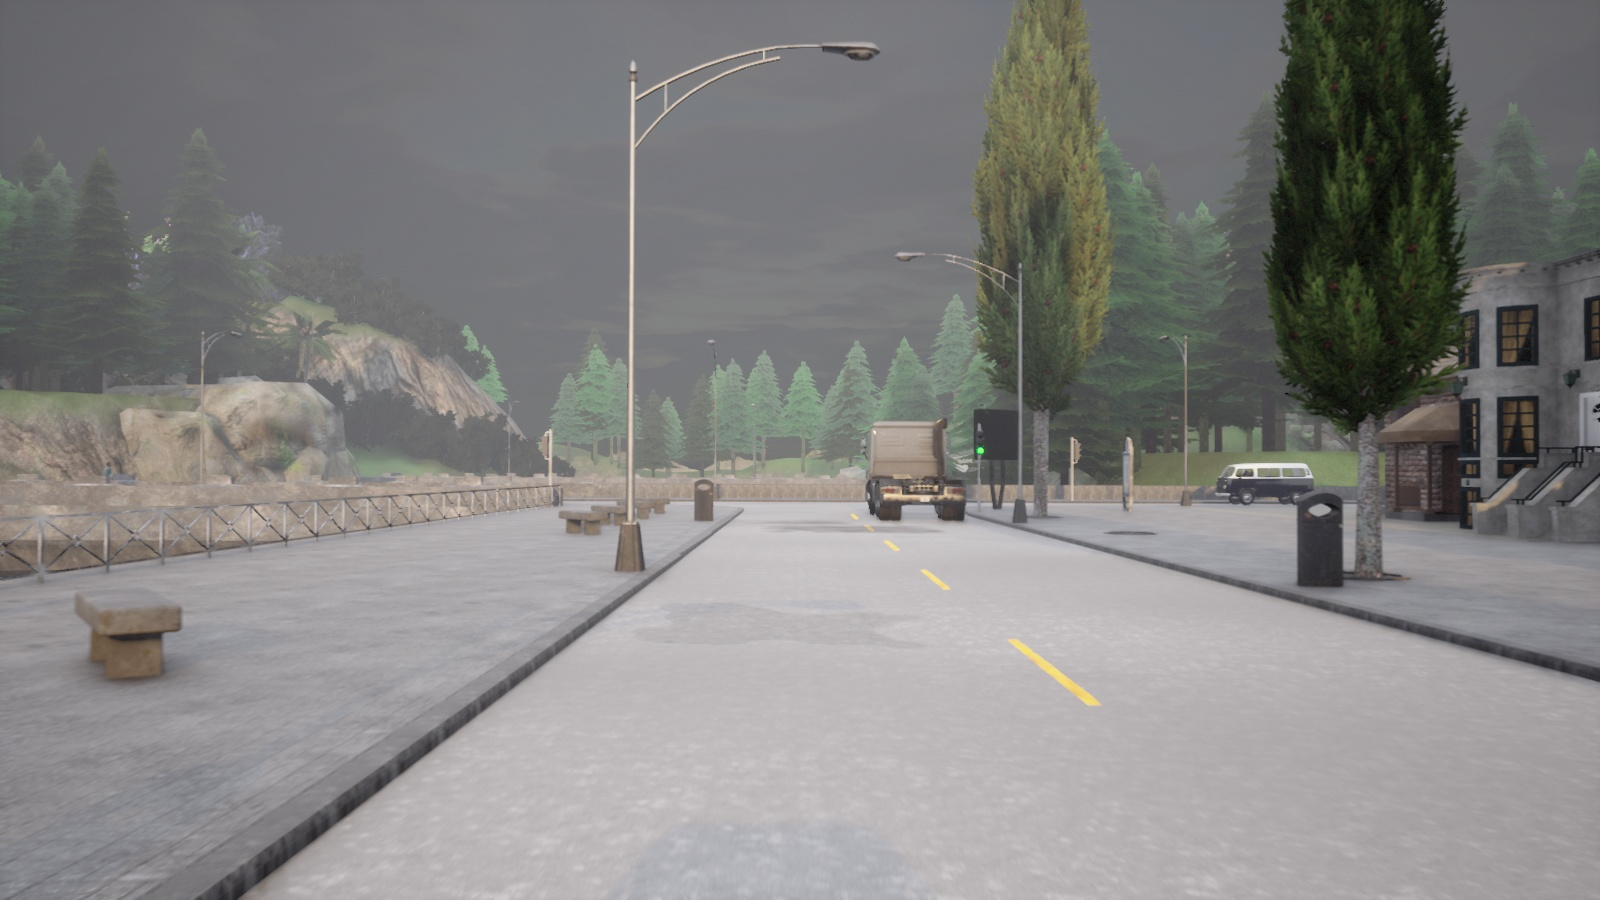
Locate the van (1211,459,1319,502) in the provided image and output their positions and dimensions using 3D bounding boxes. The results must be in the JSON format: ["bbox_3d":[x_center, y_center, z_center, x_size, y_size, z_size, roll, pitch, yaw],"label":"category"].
[{"bbox_3d":[22.694,1.474,61.357,4.480,2.038,2.069,0,-1,0],"label":"van"}]

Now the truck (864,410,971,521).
[{"bbox_3d":[3.883,0.541,43.229,2.891,3.462,7.936,0,-1,0],"label":"truck"}]
